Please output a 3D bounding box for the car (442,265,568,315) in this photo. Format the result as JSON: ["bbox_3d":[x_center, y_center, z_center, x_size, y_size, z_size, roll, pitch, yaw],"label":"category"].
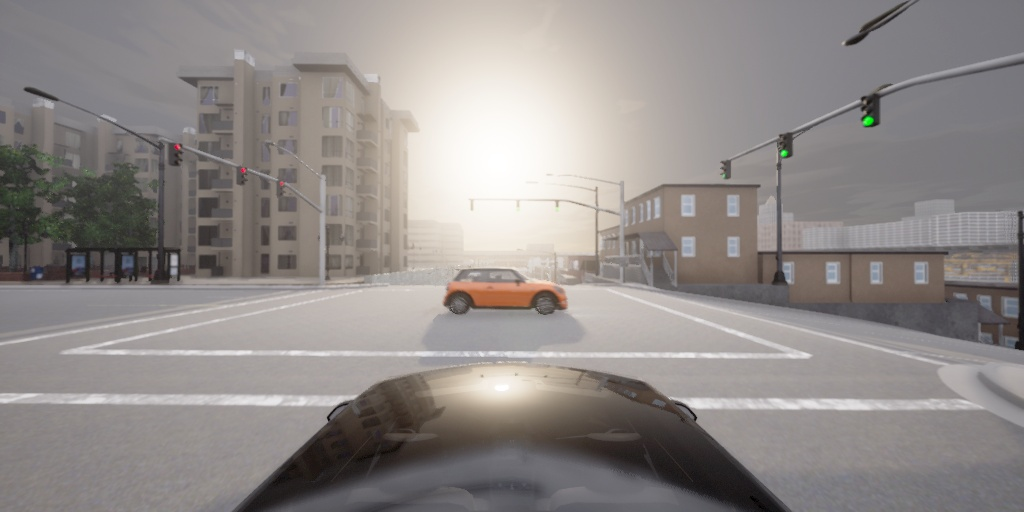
[{"bbox_3d":[-0.225,1.193,13.515,4.553,1.767,2.097,0,0,1],"label":"car"}]
